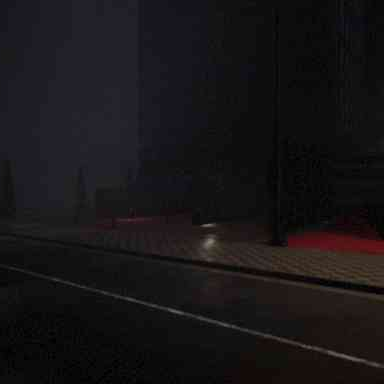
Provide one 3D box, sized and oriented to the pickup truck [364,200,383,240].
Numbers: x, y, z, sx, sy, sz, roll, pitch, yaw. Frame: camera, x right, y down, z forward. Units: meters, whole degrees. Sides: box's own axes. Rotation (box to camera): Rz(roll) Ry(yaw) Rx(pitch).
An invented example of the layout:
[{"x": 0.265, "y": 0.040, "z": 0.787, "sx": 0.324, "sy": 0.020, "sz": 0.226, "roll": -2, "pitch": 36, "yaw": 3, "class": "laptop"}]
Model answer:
[{"x": 10.097, "y": 1.056, "z": 12.785, "sx": 2.390, "sy": 2.098, "sz": 6.274, "roll": 0, "pitch": 0, "yaw": -24, "class": "pickup truck"}]
